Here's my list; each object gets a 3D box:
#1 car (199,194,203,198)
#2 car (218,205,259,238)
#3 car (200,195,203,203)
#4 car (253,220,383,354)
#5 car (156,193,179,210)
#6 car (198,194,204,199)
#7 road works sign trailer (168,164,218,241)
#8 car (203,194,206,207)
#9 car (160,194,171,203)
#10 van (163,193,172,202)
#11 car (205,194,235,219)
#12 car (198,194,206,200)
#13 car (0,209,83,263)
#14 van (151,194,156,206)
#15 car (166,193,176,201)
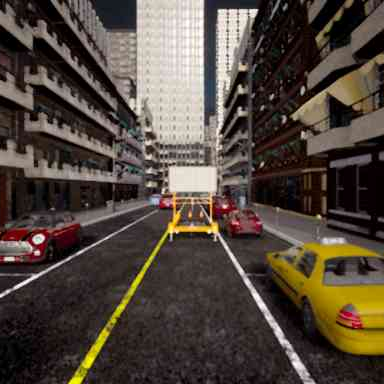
[{"bbox_3d":[2.574,1.345,56.072,1.967,1.590,4.097,-1,0,0],"label":"car"},{"bbox_3d":[2.562,1.554,17.230,1.802,1.307,4.206,-1,0,0],"label":"car"},{"bbox_3d":[2.573,1.440,50.694,1.752,1.417,4.829,-1,0,0],"label":"car"},{"bbox_3d":[2.558,1.515,6.302,1.752,1.417,4.829,-1,0,0],"label":"car"},{"bbox_3d":[-2.829,1.154,41.608,2.150,2.045,5.566,0,0,0],"label":"car"},{"bbox_3d":[2.588,1.355,95.086,1.752,1.417,4.829,-1,0,0],"label":"car"},{"bbox_3d":[0.036,0.438,16.479,2.380,3.560,2.880,0,0,-1],"label":"road works sign trailer"},{"bbox_3d":[2.565,1.259,33.876,2.192,1.841,5.009,-1,0,0],"label":"car"},{"bbox_3d":[-5.302,1.325,67.154,1.967,1.590,4.097,-1,0,0],"label":"car"},{"bbox_3d":[-5.302,1.215,72.703,1.690,1.788,3.998,-1,0,0],"label":"van"},{"bbox_3d":[2.563,1.269,28.327,2.192,1.841,5.009,-1,0,0],"label":"car"},{"bbox_3d":[2.587,1.386,89.367,1.887,1.381,4.507,-1,0,0],"label":"car"},{"bbox_3d":[-5.322,1.422,11.663,1.967,1.590,4.097,-1,0,0],"label":"car"},{"bbox_3d":[-5.309,1.256,50.507,1.690,1.788,3.998,-1,0,0],"label":"van"},{"bbox_3d":[-5.298,1.168,83.801,2.192,1.841,5.009,-1,0,0],"label":"car"}]
